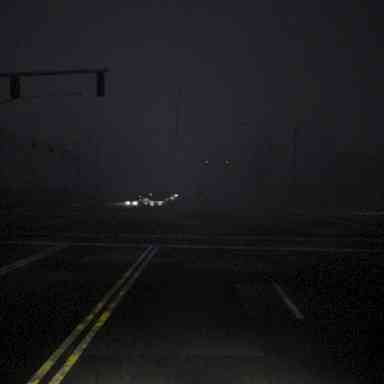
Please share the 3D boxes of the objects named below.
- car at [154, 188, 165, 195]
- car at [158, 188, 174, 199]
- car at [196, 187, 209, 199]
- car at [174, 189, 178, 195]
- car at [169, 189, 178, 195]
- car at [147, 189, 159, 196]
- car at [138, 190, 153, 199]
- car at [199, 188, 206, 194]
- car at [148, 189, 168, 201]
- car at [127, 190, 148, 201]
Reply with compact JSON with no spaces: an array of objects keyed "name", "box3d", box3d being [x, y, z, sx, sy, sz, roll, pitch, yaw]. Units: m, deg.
[{"name":"car","box3d":[-7.979,-0.186,82.436,2.033,1.411,5.357,0,2,2]},{"name":"car","box3d":[-5.108,0.450,62.432,2.033,1.411,5.357,0,2,2]},{"name":"car","box3d":[2.016,0.140,62.958,2.150,2.045,5.566,0,1,2]},{"name":"car","box3d":[-4.805,0.224,72.003,1.895,1.301,4.718,0,2,2]},{"name":"car","box3d":[-4.481,-0.115,82.342,1.895,1.301,4.718,0,2,2]},{"name":"car","box3d":[-8.312,0.173,71.827,1.994,1.385,4.181,0,2,2]},{"name":"car","box3d":[-8.620,0.391,62.104,2.128,1.511,4.902,0,1,2]},{"name":"car","box3d":[2.752,-0.405,89.634,1.812,1.442,4.674,0,2,2]},{"name":"car","box3d":[-5.420,0.697,53.209,1.994,1.385,4.181,0,1,2]},{"name":"car","box3d":[-8.938,0.626,52.695,2.128,1.511,4.902,0,1,2]}]
